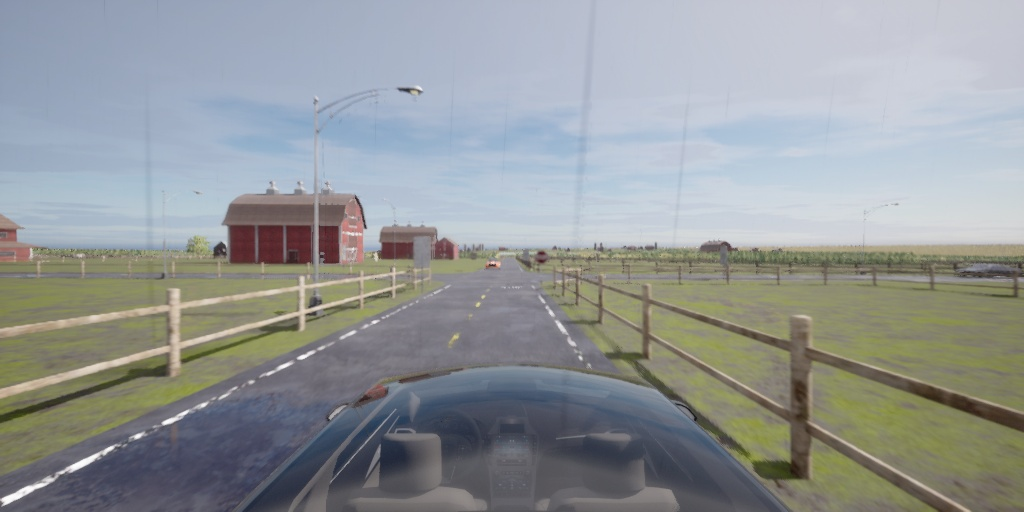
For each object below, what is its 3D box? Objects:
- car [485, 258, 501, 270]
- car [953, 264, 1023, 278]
[{"bbox_3d":[-2.767,1.056,52.719,2.097,1.767,4.553,0,-1,0],"label":"car"},{"bbox_3d":[49.210,1.550,37.096,5.357,1.411,2.033,0,1,-1],"label":"car"}]
